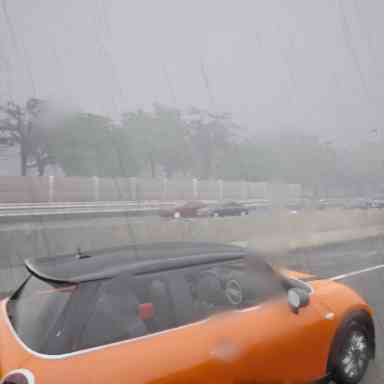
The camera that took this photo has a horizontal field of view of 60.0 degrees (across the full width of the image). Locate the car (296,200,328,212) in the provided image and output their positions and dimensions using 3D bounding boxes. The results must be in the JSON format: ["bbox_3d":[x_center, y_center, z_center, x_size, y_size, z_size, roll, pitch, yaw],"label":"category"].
[{"bbox_3d":[14.401,1.605,39.840,4.181,1.385,1.994,0,0,-36],"label":"car"}]

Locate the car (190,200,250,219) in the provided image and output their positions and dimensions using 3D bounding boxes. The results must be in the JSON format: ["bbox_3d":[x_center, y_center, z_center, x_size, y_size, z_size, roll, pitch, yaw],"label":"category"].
[{"bbox_3d":[2.558,1.514,27.247,4.892,1.490,1.837,0,0,-35],"label":"car"}]

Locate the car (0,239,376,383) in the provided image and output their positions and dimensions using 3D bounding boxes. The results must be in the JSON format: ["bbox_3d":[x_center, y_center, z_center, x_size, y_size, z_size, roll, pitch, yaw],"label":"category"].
[{"bbox_3d":[0.133,1.352,3.838,4.553,1.767,2.097,0,0,-35],"label":"car"}]

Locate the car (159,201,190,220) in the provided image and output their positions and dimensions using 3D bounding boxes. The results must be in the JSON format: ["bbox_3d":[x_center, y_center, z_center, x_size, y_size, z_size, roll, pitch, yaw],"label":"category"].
[{"bbox_3d":[-0.476,1.484,28.520,5.008,1.535,1.882,0,0,-38],"label":"car"}]

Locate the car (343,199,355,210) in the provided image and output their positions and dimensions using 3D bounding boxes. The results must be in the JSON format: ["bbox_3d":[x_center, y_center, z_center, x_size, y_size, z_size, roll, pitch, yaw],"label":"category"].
[{"bbox_3d":[19.882,1.559,39.453,4.892,1.490,1.837,0,0,-35],"label":"car"}]

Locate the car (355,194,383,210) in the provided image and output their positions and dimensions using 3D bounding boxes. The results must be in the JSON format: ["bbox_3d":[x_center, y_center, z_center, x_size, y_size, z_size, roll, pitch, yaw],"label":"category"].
[{"bbox_3d":[20.224,1.270,35.422,5.566,2.045,2.150,0,0,-35],"label":"car"}]
